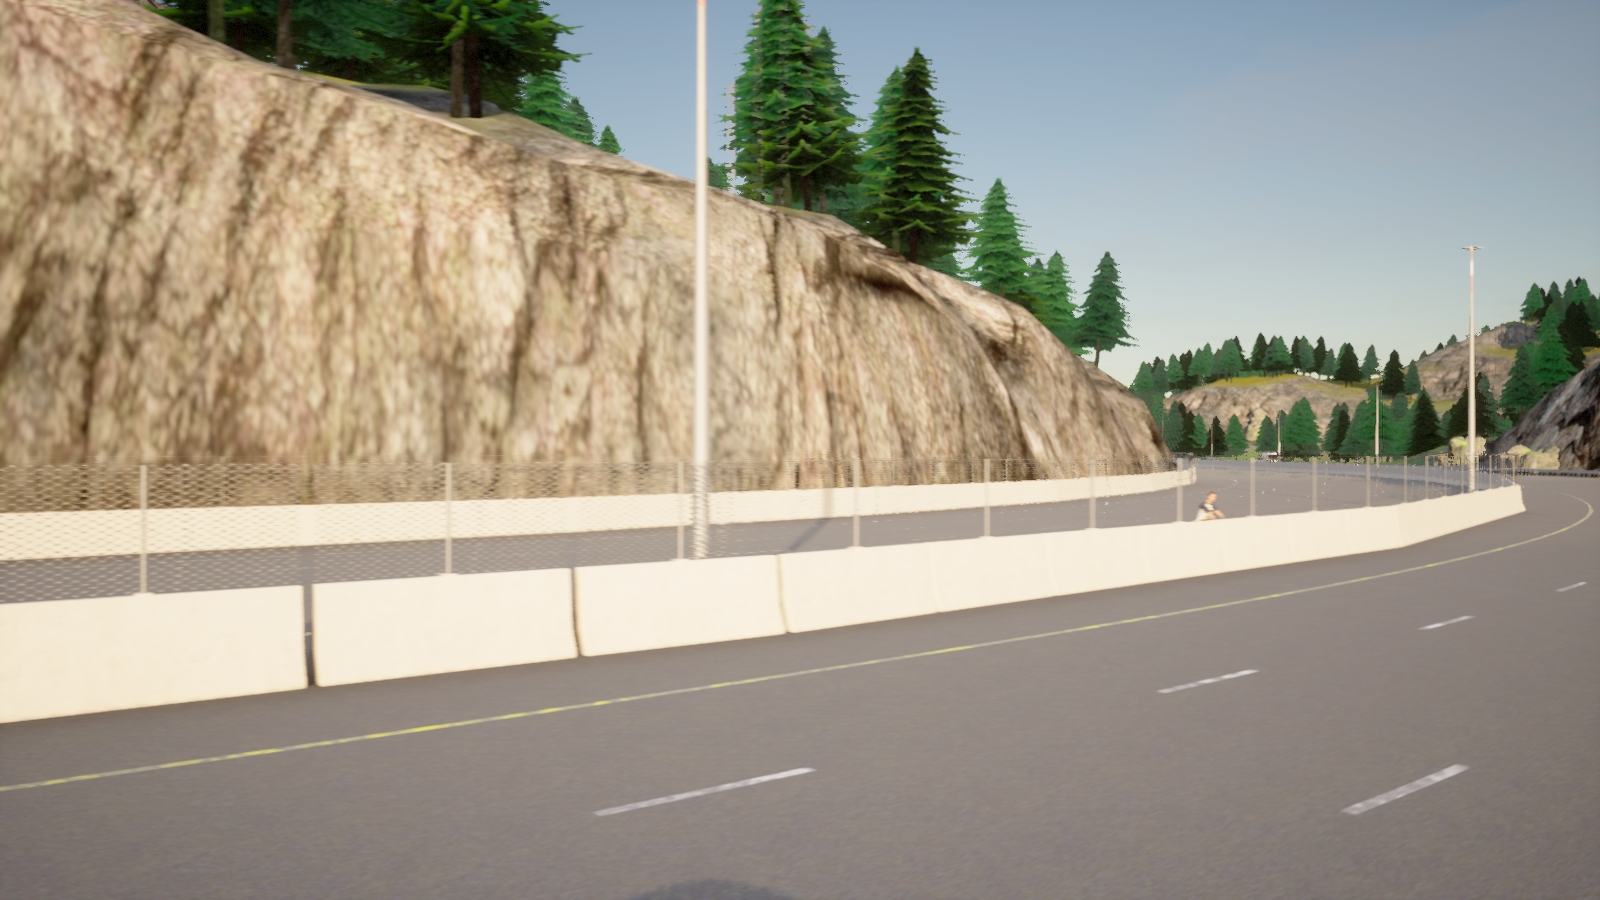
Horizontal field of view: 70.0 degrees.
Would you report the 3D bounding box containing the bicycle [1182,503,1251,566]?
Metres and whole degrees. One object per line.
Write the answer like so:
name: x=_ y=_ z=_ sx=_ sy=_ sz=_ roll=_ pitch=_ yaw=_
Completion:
bicycle: x=10.334 y=2.081 z=28.402 sx=0.373 sy=1.514 sz=1.643 roll=3 pitch=-3 yaw=-39
